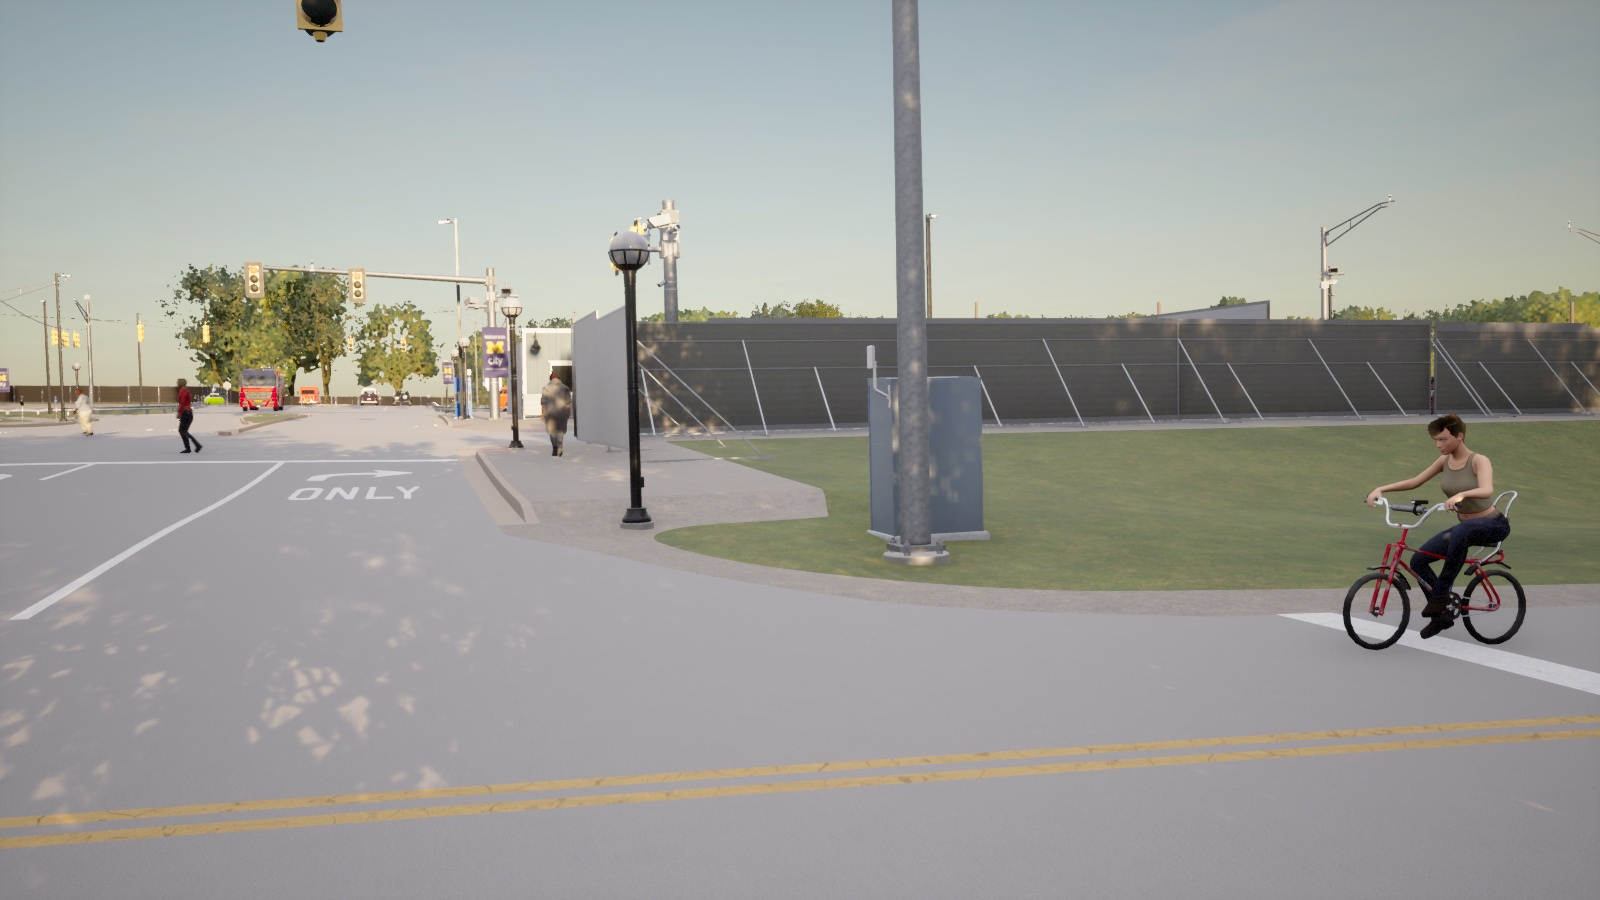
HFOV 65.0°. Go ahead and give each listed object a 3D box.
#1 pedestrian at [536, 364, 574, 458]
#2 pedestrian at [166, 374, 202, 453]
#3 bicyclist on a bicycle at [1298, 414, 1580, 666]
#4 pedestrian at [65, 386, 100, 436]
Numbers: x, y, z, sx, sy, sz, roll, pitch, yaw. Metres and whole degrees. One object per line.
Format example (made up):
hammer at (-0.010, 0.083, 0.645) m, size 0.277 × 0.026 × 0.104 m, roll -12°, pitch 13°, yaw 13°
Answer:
pedestrian at (-5.232, -0.828, 26.789) m, size 0.659 × 1.952 × 0.873 m, roll -2°, pitch 2°, yaw -17°
pedestrian at (-14.581, -0.869, 29.735) m, size 0.636 × 1.846 × 0.331 m, roll -2°, pitch 2°, yaw -11°
bicyclist on a bicycle at (4.374, 0.569, 8.650) m, size 1.509 × 1.612 × 0.866 m, roll 0°, pitch 1°, yaw -14°
pedestrian at (-27.126, -1.480, 47.488) m, size 0.900 × 1.855 × 0.874 m, roll -2°, pitch 2°, yaw -15°
